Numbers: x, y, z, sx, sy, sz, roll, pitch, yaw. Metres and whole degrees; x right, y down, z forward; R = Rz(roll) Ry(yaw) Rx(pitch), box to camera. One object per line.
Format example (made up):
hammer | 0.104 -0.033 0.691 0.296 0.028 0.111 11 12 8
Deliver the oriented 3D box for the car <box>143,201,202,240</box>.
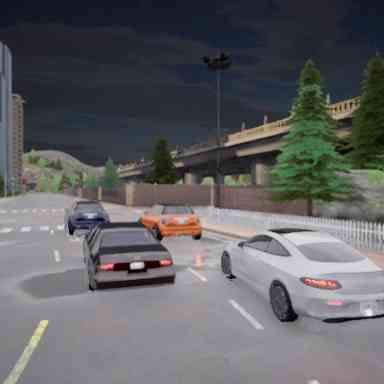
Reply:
car | -1.217 1.304 16.409 2.097 1.767 4.553 0 0 -21

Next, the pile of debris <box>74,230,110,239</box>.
pile of debris | -5.077 2.127 16.752 1.500 0.140 1.860 0 0 -24

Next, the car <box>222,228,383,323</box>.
car | 2.091 1.505 7.137 1.812 1.442 4.674 0 0 -13

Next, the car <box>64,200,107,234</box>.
car | -6.114 1.300 19.044 2.097 1.767 4.553 0 0 -24

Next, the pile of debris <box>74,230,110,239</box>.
pile of debris | -5.077 2.127 16.752 1.500 0.140 1.860 0 0 -24

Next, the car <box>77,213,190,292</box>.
car | -1.953 1.521 9.053 2.033 1.411 5.357 0 0 -20
